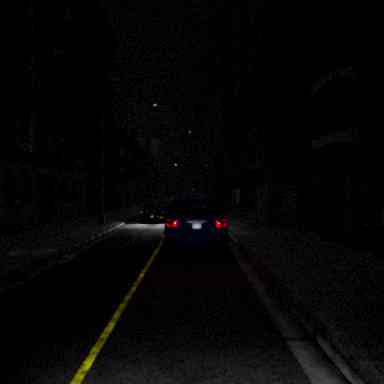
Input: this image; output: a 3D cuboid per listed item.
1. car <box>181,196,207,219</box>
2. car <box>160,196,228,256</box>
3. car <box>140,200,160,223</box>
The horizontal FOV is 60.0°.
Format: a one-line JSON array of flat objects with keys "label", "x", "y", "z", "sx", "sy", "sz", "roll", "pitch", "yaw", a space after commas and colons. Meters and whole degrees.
[{"label": "car", "x": 0.204, "y": 1.261, "z": 29.218, "sx": 2.097, "sy": 1.767, "sz": 4.553, "roll": 0, "pitch": 0, "yaw": 1}, {"label": "car", "x": 0.124, "y": 1.178, "z": 13.168, "sx": 2.150, "sy": 2.045, "sz": 5.566, "roll": 0, "pitch": 0, "yaw": -1}, {"label": "car", "x": -2.729, "y": 1.426, "z": 25.191, "sx": 1.837, "sy": 1.490, "sz": 4.892, "roll": 0, "pitch": 0, "yaw": 0}]
